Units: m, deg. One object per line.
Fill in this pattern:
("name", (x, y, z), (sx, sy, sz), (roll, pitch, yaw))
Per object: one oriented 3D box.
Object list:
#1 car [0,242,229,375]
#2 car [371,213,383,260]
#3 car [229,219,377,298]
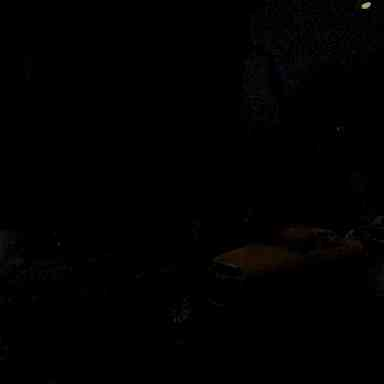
("car", (-1.719, 1.566, 5.424), (4.313, 1.339, 1.947), (0, 0, -36))
("car", (7.128, 1.441, 11.749), (4.097, 1.590, 1.967), (0, 0, -36))
("car", (2.567, 1.525, 8.488), (4.829, 1.417, 1.752), (0, 0, -36))
